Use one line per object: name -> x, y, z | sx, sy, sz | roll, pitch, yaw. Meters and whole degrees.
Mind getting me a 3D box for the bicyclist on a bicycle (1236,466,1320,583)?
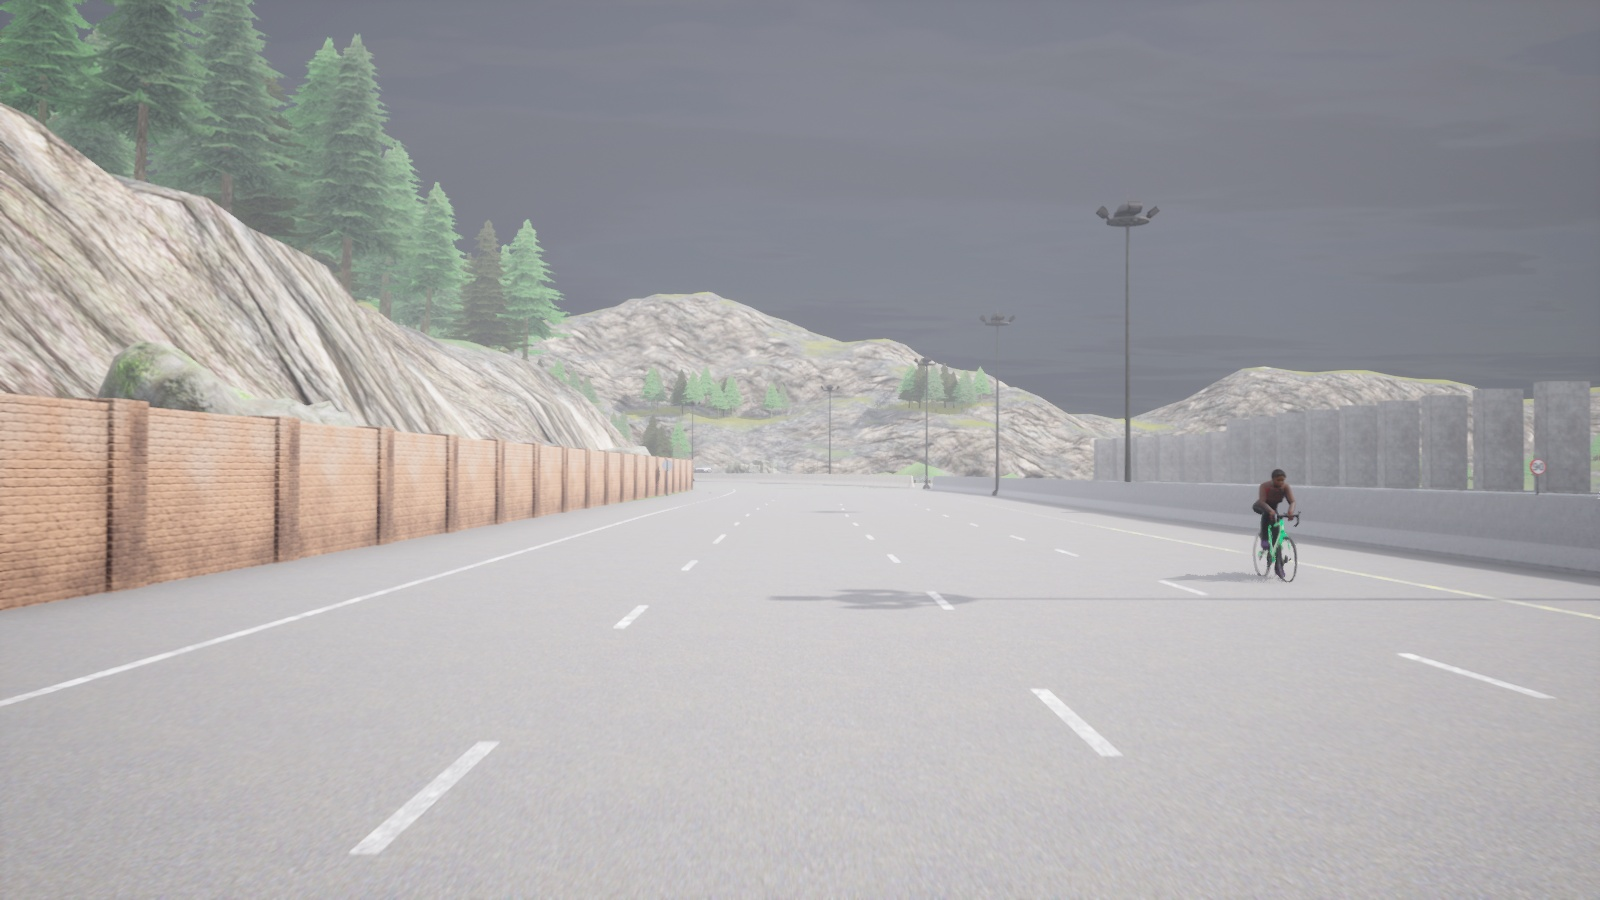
bicyclist on a bicycle -> 6.951, 1.047, 18.347 | 0.582, 1.620, 1.656 | 0, 0, 0
